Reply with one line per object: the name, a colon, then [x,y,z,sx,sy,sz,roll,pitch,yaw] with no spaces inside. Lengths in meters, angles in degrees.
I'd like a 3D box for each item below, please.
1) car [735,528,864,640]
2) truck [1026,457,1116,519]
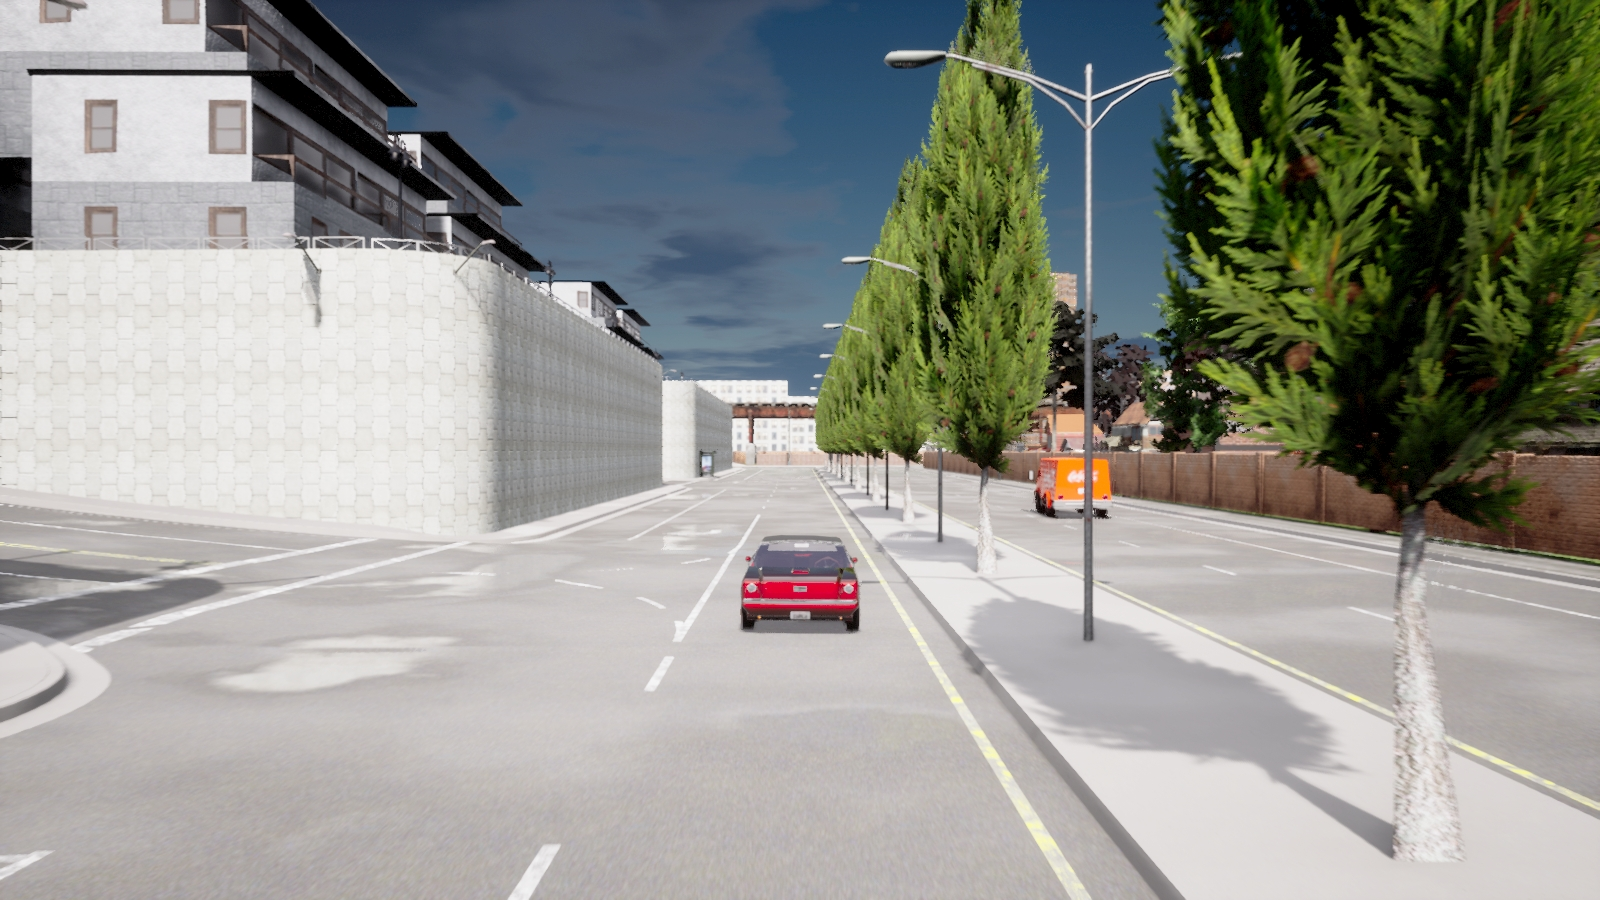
car: [0.016,2.133,19.160,1.895,1.301,4.718,1,0,1]
truck: [11.497,1.567,48.944,2.627,2.467,5.204,0,0,0]
